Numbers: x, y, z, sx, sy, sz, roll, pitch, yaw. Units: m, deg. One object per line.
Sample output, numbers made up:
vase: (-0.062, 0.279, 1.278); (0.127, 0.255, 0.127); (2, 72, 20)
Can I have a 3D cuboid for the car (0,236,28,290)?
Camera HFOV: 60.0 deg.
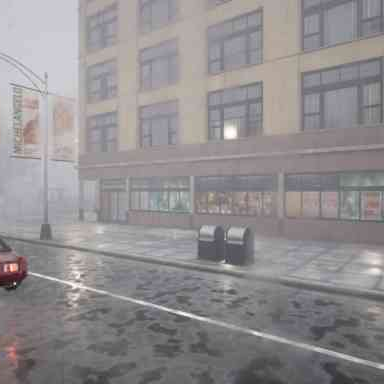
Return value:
car: (-5.678, 1.601, 8.136); (1.895, 1.301, 4.718); (0, 0, -42)
